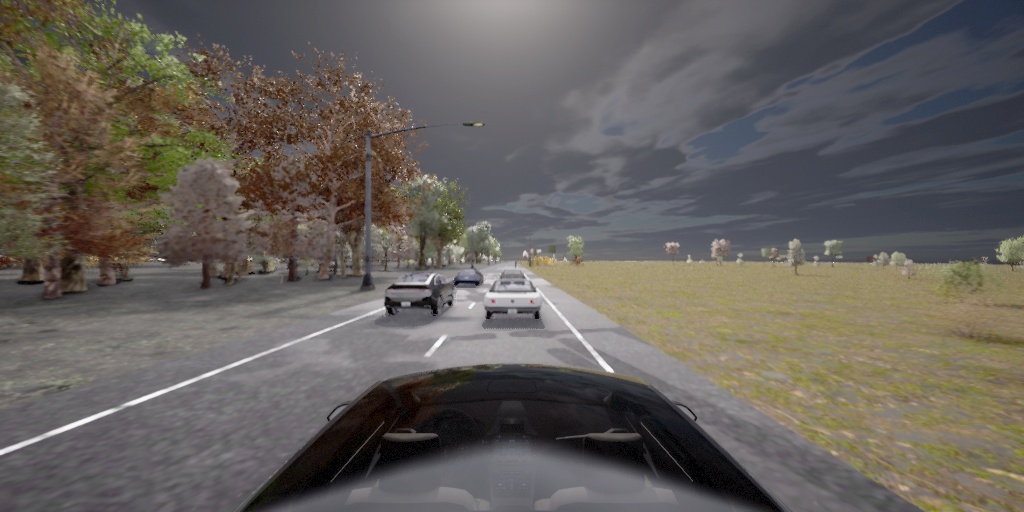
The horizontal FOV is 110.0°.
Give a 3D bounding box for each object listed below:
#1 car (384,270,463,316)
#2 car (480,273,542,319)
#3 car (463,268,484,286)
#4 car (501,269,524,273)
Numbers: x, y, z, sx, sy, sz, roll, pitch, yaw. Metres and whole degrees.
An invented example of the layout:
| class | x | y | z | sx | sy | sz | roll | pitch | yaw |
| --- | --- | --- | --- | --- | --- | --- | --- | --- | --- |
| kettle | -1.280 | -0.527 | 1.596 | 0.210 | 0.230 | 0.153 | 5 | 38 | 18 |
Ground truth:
| class | x | y | z | sx | sy | sz | roll | pitch | yaw |
| --- | --- | --- | --- | --- | --- | --- | --- | --- | --- |
| car | -3.454 | 1.392 | 14.162 | 2.128 | 1.511 | 4.902 | 0 | -1 | 0 |
| car | 0.040 | 1.494 | 13.559 | 1.895 | 1.301 | 4.718 | 0 | -1 | 0 |
| car | -3.452 | 1.649 | 29.342 | 1.994 | 1.385 | 4.181 | 0 | -1 | 0 |
| car | 0.041 | 1.675 | 28.558 | 1.895 | 1.301 | 4.718 | 0 | -1 | 1 |
